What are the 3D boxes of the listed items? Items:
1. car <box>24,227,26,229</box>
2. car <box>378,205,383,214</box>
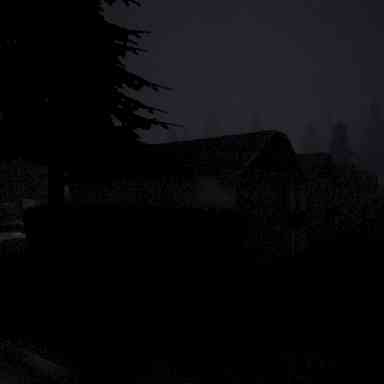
[{"bbox_3d":[-9.437,1.864,23.760,2.097,1.767,4.553,-1,-1,36],"label":"car"},{"bbox_3d":[22.354,2.040,41.641,4.902,1.511,2.128,-1,-1,28],"label":"car"}]
